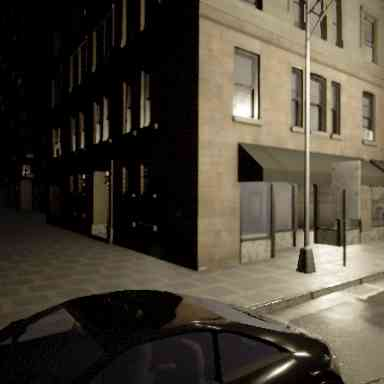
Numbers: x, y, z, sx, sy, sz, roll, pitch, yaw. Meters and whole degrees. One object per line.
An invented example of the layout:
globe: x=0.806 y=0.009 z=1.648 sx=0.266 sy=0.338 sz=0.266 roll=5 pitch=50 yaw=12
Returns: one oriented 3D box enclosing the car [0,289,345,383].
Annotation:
car: x=-0.697 y=1.566 z=2.451 sx=4.181 sy=1.385 sz=1.994 roll=0 pitch=0 yaw=-35
